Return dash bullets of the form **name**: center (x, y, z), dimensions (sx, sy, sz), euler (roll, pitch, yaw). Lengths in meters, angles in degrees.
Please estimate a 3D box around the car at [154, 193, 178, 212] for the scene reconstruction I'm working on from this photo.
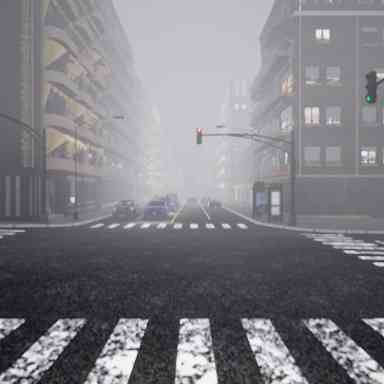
- **car**: center (-3.106, 1.338, 38.999), dimensions (2.097, 1.767, 4.553), euler (0, 0, 0)

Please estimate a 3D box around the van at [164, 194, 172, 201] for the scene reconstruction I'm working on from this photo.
- **van**: center (-5.732, 1.313, 80.038), dimensions (1.690, 1.788, 3.998), euler (0, 0, 0)

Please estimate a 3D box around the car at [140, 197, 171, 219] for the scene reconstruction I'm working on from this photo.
- **car**: center (-3.102, 1.466, 29.371), dimensions (1.882, 1.535, 5.008), euler (0, 0, -1)

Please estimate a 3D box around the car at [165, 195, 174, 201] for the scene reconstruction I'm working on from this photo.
- **car**: center (-5.734, 1.520, 85.676), dimensions (2.008, 1.369, 4.403), euler (0, 0, 0)

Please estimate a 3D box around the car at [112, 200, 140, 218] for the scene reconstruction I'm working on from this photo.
- **car**: center (-5.707, 1.429, 29.289), dimensions (1.967, 1.590, 4.097), euler (0, 0, 0)

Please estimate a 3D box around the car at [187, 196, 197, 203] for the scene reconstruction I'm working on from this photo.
- **car**: center (0.067, 1.541, 66.167), dimensions (1.994, 1.385, 4.181), euler (0, 0, 0)

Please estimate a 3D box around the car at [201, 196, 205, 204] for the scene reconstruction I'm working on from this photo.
- **car**: center (2.666, 1.528, 46.203), dimensions (1.887, 1.381, 4.507), euler (0, 0, 0)

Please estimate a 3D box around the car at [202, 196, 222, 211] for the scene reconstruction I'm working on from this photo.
- **car**: center (2.668, 1.536, 40.565), dimensions (2.008, 1.369, 4.403), euler (0, 0, 0)

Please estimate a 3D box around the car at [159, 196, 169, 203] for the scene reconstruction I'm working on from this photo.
- **car**: center (-5.726, 1.501, 68.590), dimensions (1.752, 1.417, 4.829), euler (0, 0, 0)

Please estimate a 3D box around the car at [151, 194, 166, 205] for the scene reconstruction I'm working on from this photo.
- **car**: center (-5.722, 1.295, 57.482), dimensions (2.192, 1.841, 5.009), euler (0, 0, 0)

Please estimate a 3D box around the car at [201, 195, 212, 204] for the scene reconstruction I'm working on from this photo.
- **car**: center (2.657, 1.418, 63.120), dimensions (1.967, 1.590, 4.097), euler (0, 0, 0)

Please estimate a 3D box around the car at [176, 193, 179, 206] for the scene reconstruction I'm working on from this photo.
- **car**: center (-3.097, 1.204, 49.664), dimensions (2.150, 2.045, 5.566), euler (0, 0, 1)
